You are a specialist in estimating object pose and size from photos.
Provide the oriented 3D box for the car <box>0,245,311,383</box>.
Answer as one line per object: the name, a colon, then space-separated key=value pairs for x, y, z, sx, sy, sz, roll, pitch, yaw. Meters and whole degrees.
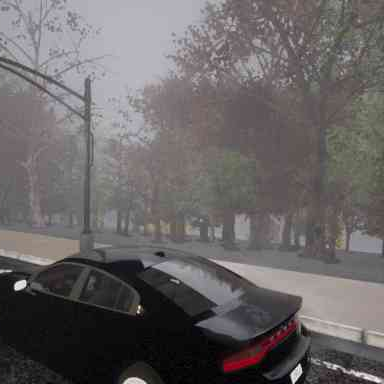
car: x=-1.046 y=1.477 z=4.488 sx=5.008 sy=1.535 sz=1.882 roll=0 pitch=0 yaw=36
